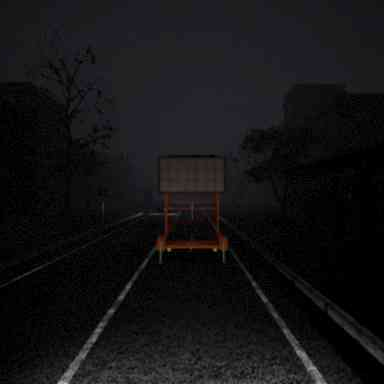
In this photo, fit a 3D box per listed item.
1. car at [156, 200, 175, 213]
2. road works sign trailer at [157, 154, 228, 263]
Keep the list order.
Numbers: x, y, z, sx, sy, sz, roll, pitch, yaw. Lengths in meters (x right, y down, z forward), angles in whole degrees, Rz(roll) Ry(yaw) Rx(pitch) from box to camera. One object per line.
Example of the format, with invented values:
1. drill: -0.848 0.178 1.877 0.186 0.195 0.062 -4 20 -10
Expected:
1. car: -3.068 1.696 39.182 1.837 1.490 4.892 0 -1 0
2. road works sign trailer: 0.008 0.468 11.893 2.380 3.560 2.880 0 0 0
